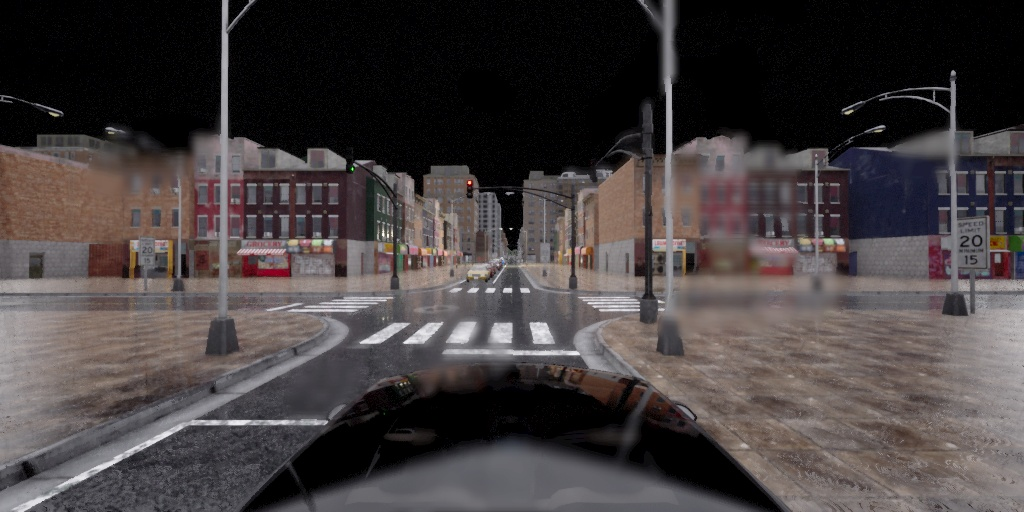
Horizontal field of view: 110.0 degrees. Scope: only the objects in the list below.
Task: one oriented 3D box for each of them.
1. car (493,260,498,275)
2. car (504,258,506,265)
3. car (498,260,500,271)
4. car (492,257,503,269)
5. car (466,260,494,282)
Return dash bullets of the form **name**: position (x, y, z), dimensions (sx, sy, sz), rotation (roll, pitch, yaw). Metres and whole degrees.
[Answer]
- **car**: position (-2.638, 1.322, 34.486), dimensions (1.888, 1.381, 4.507), rotation (0, 0, 0)
- **car**: position (-2.641, 1.157, 62.512), dimensions (2.192, 1.841, 5.009), rotation (0, 0, 0)
- **car**: position (-2.639, 1.369, 40.091), dimensions (1.802, 1.307, 4.207), rotation (0, 0, 0)
- **car**: position (-2.640, 1.252, 51.302), dimensions (1.967, 1.591, 4.097), rotation (0, 0, 0)
- **car**: position (-2.638, 1.294, 28.712), dimensions (1.751, 1.417, 4.829), rotation (0, 0, 0)
